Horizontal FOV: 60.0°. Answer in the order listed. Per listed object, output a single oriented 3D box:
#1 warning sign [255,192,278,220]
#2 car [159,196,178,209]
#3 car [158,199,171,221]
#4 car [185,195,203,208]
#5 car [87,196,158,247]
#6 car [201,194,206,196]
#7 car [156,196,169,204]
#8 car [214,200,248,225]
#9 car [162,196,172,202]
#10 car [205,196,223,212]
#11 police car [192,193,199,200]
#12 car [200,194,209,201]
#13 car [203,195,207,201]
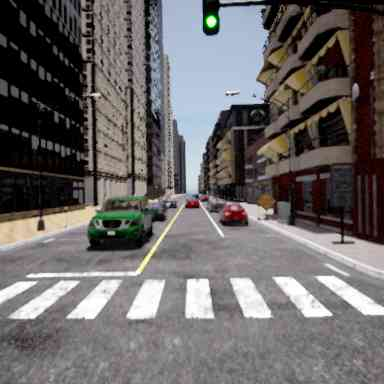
[{"bbox_3d":[5.072,0.948,22.679,1.300,1.860,1.060,-1,0,0],"label":"warning sign"},{"bbox_3d":[-2.988,1.453,45.312,2.128,1.511,4.902,-1,0,1],"label":"car"},{"bbox_3d":[-3.071,1.551,26.676,1.994,1.385,4.181,-1,0,0],"label":"car"},{"bbox_3d":[0.052,1.466,45.138,1.994,1.385,4.181,-1,0,0],"label":"car"},{"bbox_3d":[-3.101,1.226,15.529,2.150,2.045,5.566,-1,0,0],"label":"car"},{"bbox_3d":[2.778,1.404,69.377,1.802,1.307,4.206,-1,0,0],"label":"car"},{"bbox_3d":[-5.610,1.544,63.741,2.008,1.369,4.403,-1,0,0],"label":"car"},{"bbox_3d":[2.757,1.461,22.569,1.802,1.307,4.206,-1,0,0],"label":"car"},{"bbox_3d":[-5.593,1.527,75.039,1.887,1.381,4.507,-1,0,0],"label":"car"},{"bbox_3d":[2.726,1.412,35.486,2.008,1.369,4.403,-1,0,0],"label":"car"},{"bbox_3d":[1.020,1.264,92.795,1.930,1.638,5.238,-1,0,0],"label":"police car"},{"bbox_3d":[2.784,1.258,75.026,1.967,1.590,4.097,-1,0,0],"label":"car"},{"bbox_3d":[2.735,1.405,41.134,2.008,1.369,4.403,-1,0,0],"label":"car"}]
